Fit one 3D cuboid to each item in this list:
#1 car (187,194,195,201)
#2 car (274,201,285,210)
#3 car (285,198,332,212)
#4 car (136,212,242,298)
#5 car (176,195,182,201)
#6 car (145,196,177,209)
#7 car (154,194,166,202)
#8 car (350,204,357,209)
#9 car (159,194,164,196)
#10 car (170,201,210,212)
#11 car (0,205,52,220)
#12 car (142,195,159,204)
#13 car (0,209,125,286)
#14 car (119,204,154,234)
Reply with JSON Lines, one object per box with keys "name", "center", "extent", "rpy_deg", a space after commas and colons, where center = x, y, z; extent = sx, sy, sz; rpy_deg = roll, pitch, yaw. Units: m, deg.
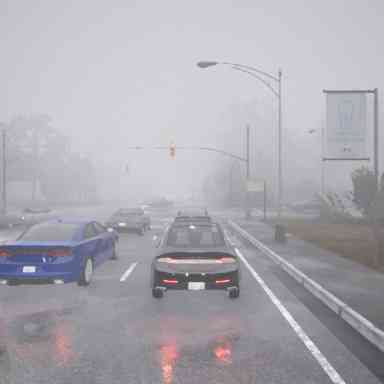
{"name": "car", "center": [-0.302, 1.518, 85.673], "extent": [2.128, 1.511, 4.902], "rpy_deg": [0, 0, 0]}
{"name": "car", "center": [12.852, 1.491, 41.661], "extent": [4.902, 1.511, 2.128], "rpy_deg": [0, 0, 3]}
{"name": "car", "center": [13.570, 1.526, 38.103], "extent": [4.674, 1.442, 1.812], "rpy_deg": [0, 0, 3]}
{"name": "car", "center": [0.073, 1.491, 8.468], "extent": [2.128, 1.511, 4.902], "rpy_deg": [0, 0, 0]}
{"name": "car", "center": [-3.656, 1.525, 70.330], "extent": [1.812, 1.442, 4.674], "rpy_deg": [0, 0, 0]}
{"name": "car", "center": [-4.185, 1.600, 46.088], "extent": [1.895, 1.301, 4.718], "rpy_deg": [0, 0, 19]}
{"name": "car", "center": [-7.267, 1.355, 75.875], "extent": [2.097, 1.767, 4.553], "rpy_deg": [0, 0, 0]}
{"name": "car", "center": [22.589, 1.542, 41.133], "extent": [5.357, 1.411, 2.033], "rpy_deg": [0, 0, 3]}
{"name": "car", "center": [-7.261, 1.505, 65.951], "extent": [1.837, 1.490, 4.892], "rpy_deg": [0, 0, 0]}
{"name": "car", "center": [0.038, 1.478, 17.964], "extent": [1.882, 1.535, 5.008], "rpy_deg": [0, 0, 0]}
{"name": "car", "center": [-10.384, 1.601, 21.367], "extent": [1.895, 1.301, 4.718], "rpy_deg": [0, 0, 2]}
{"name": "car", "center": [-7.278, 1.505, 56.583], "extent": [1.837, 1.490, 4.892], "rpy_deg": [0, 0, 0]}
{"name": "car", "center": [-3.431, 1.478, 9.472], "extent": [1.882, 1.535, 5.008], "rpy_deg": [0, 0, 0]}
{"name": "car", "center": [-3.463, 1.564, 18.464], "extent": [1.994, 1.385, 4.181], "rpy_deg": [0, 0, 0]}
